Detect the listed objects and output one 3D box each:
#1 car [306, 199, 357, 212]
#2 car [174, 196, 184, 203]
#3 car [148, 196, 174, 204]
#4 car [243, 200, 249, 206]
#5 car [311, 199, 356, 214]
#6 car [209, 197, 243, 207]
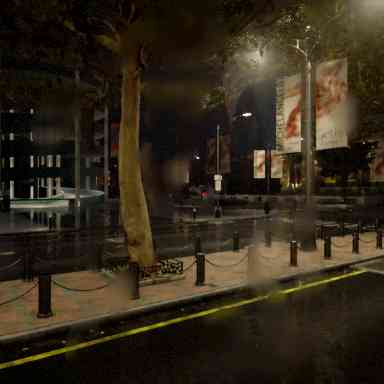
[{"bbox_3d":[16.643,1.547,39.865,2.033,1.411,5.357,0,0,-35],"label":"car"},{"bbox_3d":[-3.698,1.491,67.911,2.128,1.511,4.902,0,0,-43],"label":"car"},{"bbox_3d":[-6.570,1.548,65.789,2.033,1.411,5.357,0,0,-45],"label":"car"},{"bbox_3d":[6.743,1.547,53.998,2.033,1.411,5.357,0,0,-35],"label":"car"},{"bbox_3d":[15.059,1.601,36.023,1.895,1.301,4.718,0,0,-35],"label":"car"},{"bbox_3d":[4.735,1.547,50.766,2.033,1.411,5.357,0,0,-35],"label":"car"}]
